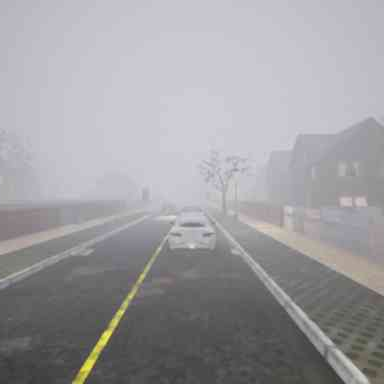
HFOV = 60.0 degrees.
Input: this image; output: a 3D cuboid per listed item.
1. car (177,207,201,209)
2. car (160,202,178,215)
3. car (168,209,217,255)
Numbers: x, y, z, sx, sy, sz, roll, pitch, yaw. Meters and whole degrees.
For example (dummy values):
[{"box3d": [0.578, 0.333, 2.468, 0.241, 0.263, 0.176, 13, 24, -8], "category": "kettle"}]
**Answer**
[{"box3d": [0.019, 1.914, 28.294, 1.895, 1.301, 4.718, 0, -1, 1], "category": "car"}, {"box3d": [-2.769, 1.953, 40.589, 2.128, 1.511, 4.902, 0, -1, 0], "category": "car"}, {"box3d": [0.028, 1.678, 13.920, 1.812, 1.442, 4.674, 0, 0, 1], "category": "car"}]
